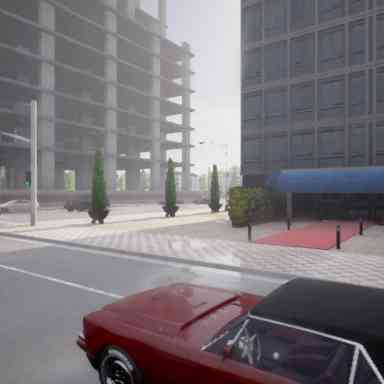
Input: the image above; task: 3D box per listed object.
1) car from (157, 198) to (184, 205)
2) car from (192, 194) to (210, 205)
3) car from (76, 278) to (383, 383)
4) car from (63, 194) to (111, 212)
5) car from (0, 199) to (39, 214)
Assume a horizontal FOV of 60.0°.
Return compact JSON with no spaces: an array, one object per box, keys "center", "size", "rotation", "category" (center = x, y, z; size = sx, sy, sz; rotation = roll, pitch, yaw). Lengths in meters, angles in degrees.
[{"center":[-3.559,1.547,56.454],"size":[2.033,1.411,5.357],"rotation":[0,0,36],"category":"car"},{"center":[2.008,1.505,58.142],"size":[1.837,1.490,4.892],"rotation":[0,0,36],"category":"car"},{"center":[0.992,1.600,3.282],"size":[4.718,1.301,1.895],"rotation":[0,0,35],"category":"car"},{"center":[-12.076,1.220,38.672],"size":[2.150,2.045,5.566],"rotation":[0,0,36],"category":"car"},{"center":[-18.740,1.525,35.404],"size":[1.812,1.442,4.674],"rotation":[0,0,36],"category":"car"}]
